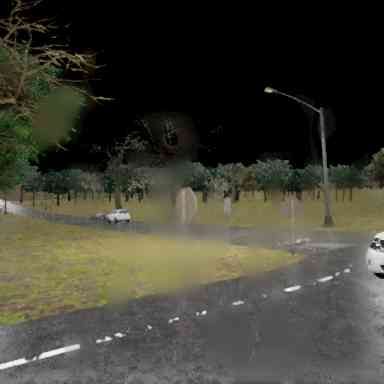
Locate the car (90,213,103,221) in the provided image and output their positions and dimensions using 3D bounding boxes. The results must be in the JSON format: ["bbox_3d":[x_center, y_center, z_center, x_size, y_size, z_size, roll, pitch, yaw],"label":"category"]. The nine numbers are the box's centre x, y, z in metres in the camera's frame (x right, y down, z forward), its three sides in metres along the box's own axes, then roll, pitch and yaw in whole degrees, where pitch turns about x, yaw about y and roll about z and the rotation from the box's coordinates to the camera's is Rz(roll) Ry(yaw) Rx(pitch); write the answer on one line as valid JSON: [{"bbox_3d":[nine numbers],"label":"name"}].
[{"bbox_3d":[-17.101,4.524,60.737,1.812,1.442,4.674,-1,-1,-35],"label":"car"}]

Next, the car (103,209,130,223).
[{"bbox_3d":[-11.739,3.826,52.947,2.150,2.045,5.566,-1,-2,-34],"label":"car"}]

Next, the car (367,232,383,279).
[{"bbox_3d":[6.989,1.379,8.930,5.566,2.045,2.150,3,-3,-35],"label":"car"}]
